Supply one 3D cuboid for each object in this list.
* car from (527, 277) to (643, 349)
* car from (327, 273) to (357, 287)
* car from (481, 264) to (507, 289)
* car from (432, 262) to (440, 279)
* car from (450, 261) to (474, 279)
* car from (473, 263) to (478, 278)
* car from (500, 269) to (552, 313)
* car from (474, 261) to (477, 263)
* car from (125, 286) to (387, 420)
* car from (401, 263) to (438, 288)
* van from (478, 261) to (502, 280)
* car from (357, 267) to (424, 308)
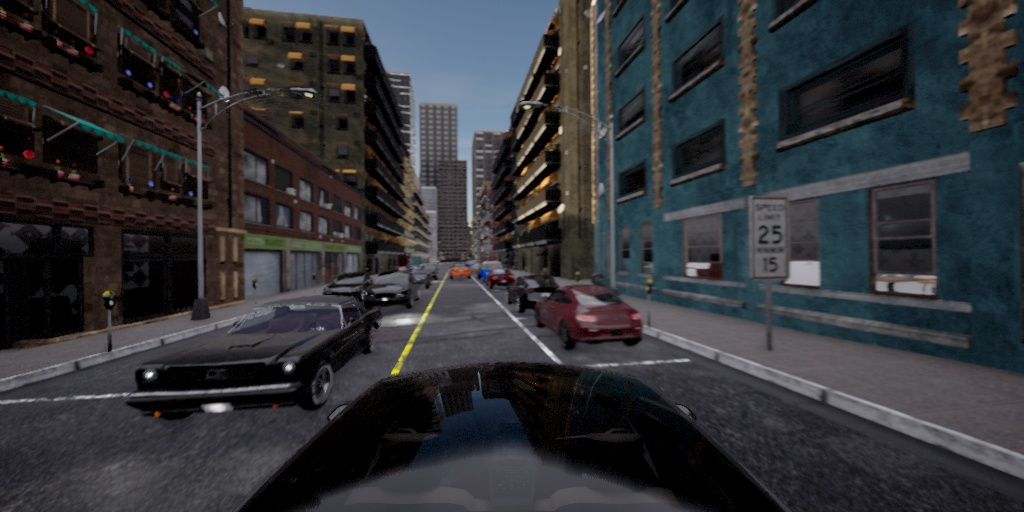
[{"bbox_3d":[1.745,1.376,9.077,1.802,1.307,4.207,0,0,-9],"label":"car"},{"bbox_3d":[-8.275,1.563,18.674,1.948,1.339,4.313,0,0,-9],"label":"car"},{"bbox_3d":[-0.869,1.516,25.439,1.888,1.381,4.507,0,0,-9],"label":"car"},{"bbox_3d":[-8.473,1.666,36.631,1.837,1.490,4.892,-1,-1,-9],"label":"car"},{"bbox_3d":[-5.525,1.492,38.150,2.097,1.767,4.553,-1,-1,-10],"label":"car"},{"bbox_3d":[-2.611,1.656,36.347,1.948,1.339,4.313,0,0,-9],"label":"car"},{"bbox_3d":[0.874,1.418,14.531,1.948,1.339,4.313,0,0,-9],"label":"car"},{"bbox_3d":[-5.252,1.796,52.876,1.751,1.417,4.829,0,0,-9],"label":"car"},{"bbox_3d":[-3.678,1.434,6.247,1.895,1.301,4.718,-1,-1,-9],"label":"car"},{"bbox_3d":[-6.869,1.541,26.321,2.128,1.511,4.902,-1,-1,-9],"label":"car"},{"bbox_3d":[-1.740,1.371,30.892,1.690,1.789,3.998,0,0,-9],"label":"van"},{"bbox_3d":[-5.250,1.444,16.130,1.837,1.490,4.892,-1,-1,-9],"label":"car"}]
